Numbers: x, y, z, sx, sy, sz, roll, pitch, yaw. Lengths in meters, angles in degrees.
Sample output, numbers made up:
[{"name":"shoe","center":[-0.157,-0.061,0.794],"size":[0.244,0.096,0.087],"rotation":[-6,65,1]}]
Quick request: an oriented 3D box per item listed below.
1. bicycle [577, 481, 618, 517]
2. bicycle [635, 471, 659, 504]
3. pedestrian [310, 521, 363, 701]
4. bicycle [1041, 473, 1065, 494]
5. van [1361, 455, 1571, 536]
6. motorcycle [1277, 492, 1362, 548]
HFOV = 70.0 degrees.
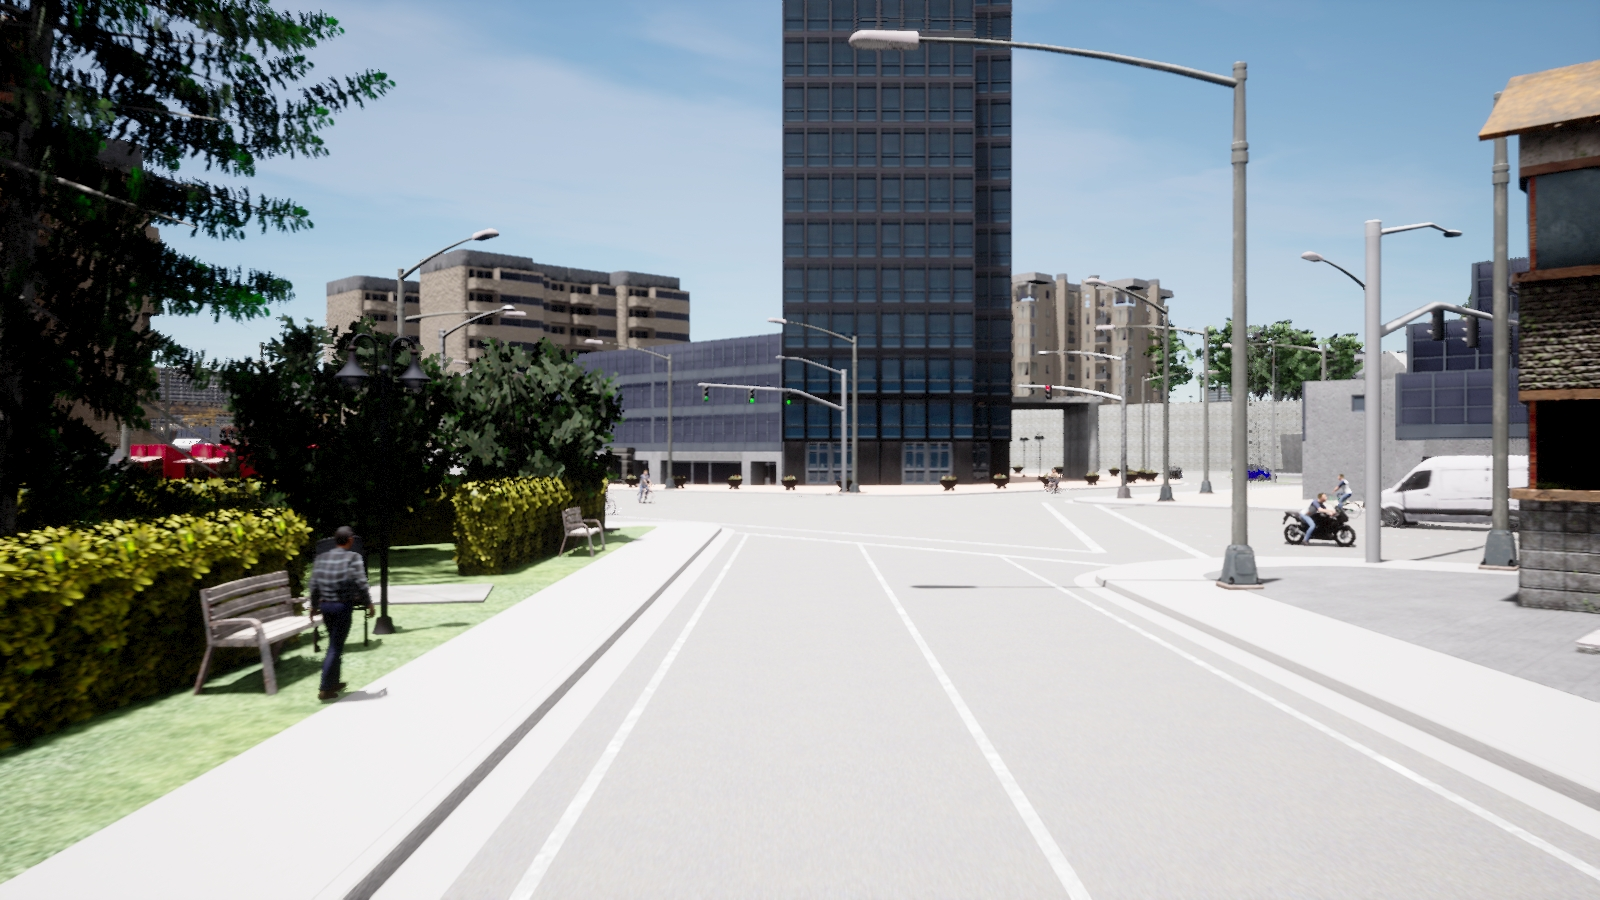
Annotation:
[{"name":"bicycle","center":[-8.641,2.068,48.802],"size":[1.835,1.496,0.329],"rotation":[0,0,-45]},{"name":"bicycle","center":[-8.192,2.011,61.180],"size":[1.643,1.717,0.373],"rotation":[0,0,44]},{"name":"pedestrian","center":[-4.942,1.701,12.192],"size":[0.375,1.860,0.375],"rotation":[0,0,11]},{"name":"bicycle","center":[16.184,2.148,73.034],"size":[1.487,1.301,0.859],"rotation":[0,0,-44]},{"name":"van","center":[22.790,1.465,39.332],"size":[5.915,2.561,1.988],"rotation":[0,0,45]},{"name":"motorcycle","center":[14.765,1.970,32.494],"size":[0.803,1.505,2.033],"rotation":[0,0,-45]}]
